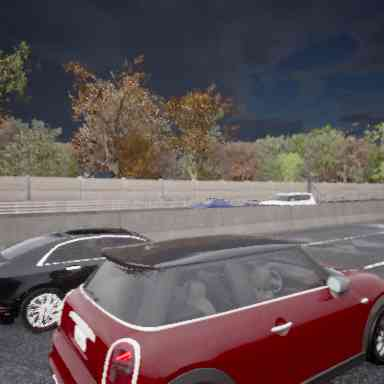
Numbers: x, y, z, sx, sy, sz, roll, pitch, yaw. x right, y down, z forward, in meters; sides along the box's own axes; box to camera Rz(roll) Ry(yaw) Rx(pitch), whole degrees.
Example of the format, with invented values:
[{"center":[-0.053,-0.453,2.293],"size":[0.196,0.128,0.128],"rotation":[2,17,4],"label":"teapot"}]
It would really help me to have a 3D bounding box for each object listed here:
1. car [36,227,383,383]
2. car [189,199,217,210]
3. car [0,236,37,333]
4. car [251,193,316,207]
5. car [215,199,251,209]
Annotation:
[{"center":[0.718,1.333,4.259],"size":[4.553,1.767,2.097],"rotation":[-1,0,-35],"label":"car"},{"center":[1.908,1.397,31.145],"size":[4.674,1.442,1.812],"rotation":[0,0,-35],"label":"car"},{"center":[-1.725,1.490,6.813],"size":[4.892,1.490,1.837],"rotation":[-1,0,-35],"label":"car"},{"center":[7.640,1.079,26.623],"size":[5.566,2.045,2.150],"rotation":[0,0,-36],"label":"car"},{"center":[4.622,1.466,28.782],"size":[4.718,1.301,1.895],"rotation":[0,0,-35],"label":"car"}]
